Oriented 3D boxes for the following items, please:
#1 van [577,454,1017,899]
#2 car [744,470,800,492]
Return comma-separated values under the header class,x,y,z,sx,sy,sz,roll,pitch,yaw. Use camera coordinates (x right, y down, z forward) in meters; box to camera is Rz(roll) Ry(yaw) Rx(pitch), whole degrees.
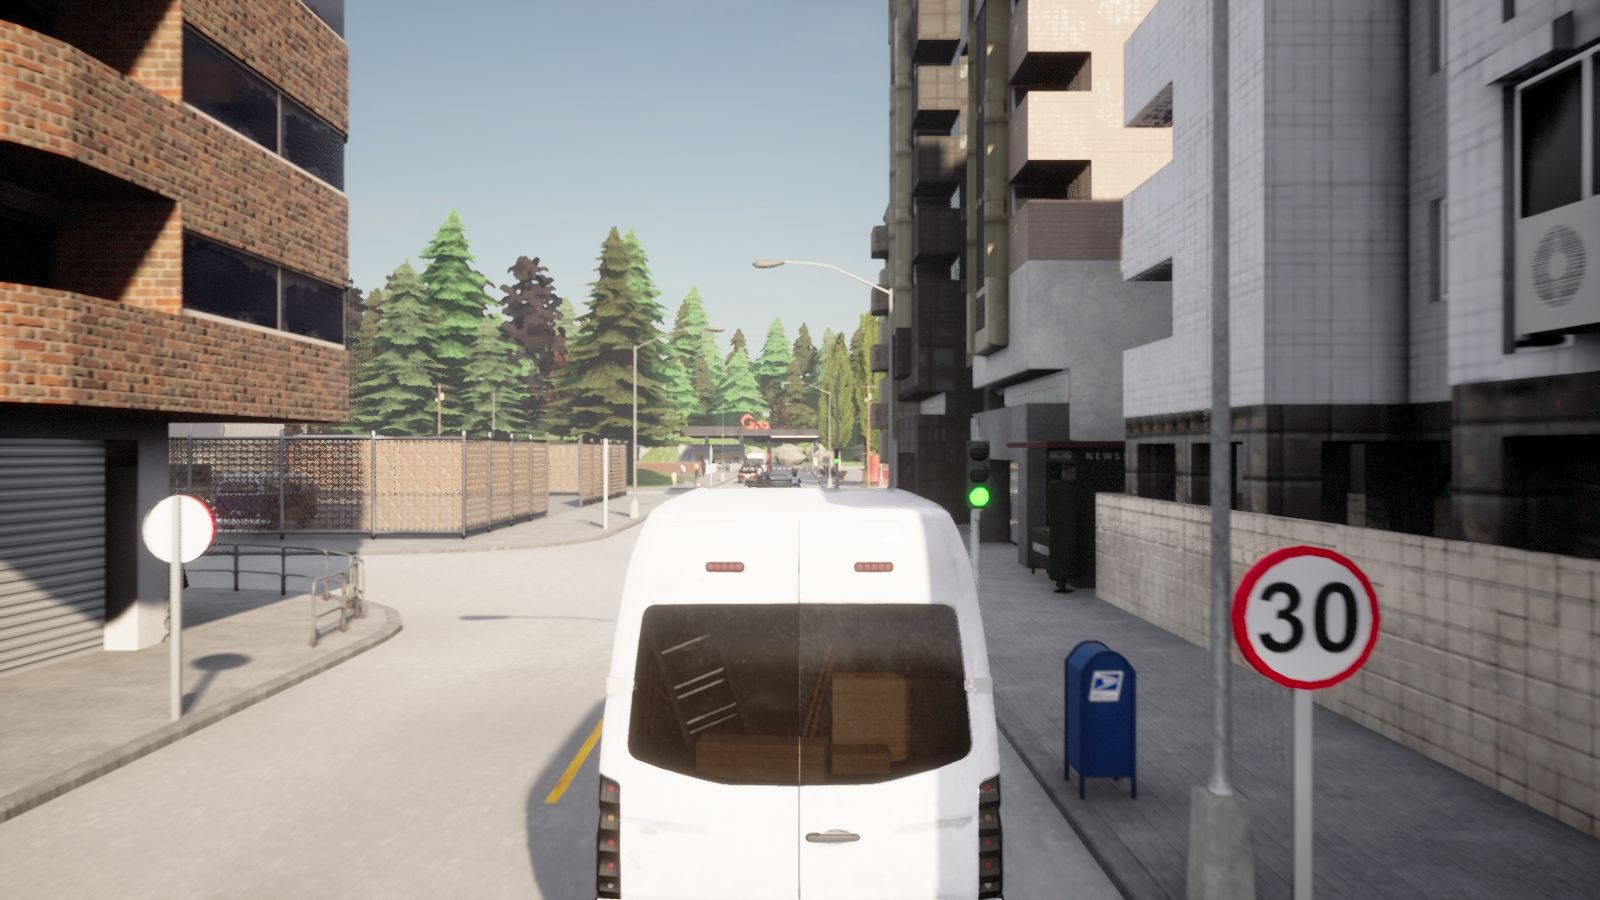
class,x,y,z,sx,sy,sz,roll,pitch,yaw
van,-0.024,1.321,8.126,1.988,2.561,5.915,0,0,0
car,-1.837,1.979,73.217,1.895,1.301,4.718,0,0,-25
